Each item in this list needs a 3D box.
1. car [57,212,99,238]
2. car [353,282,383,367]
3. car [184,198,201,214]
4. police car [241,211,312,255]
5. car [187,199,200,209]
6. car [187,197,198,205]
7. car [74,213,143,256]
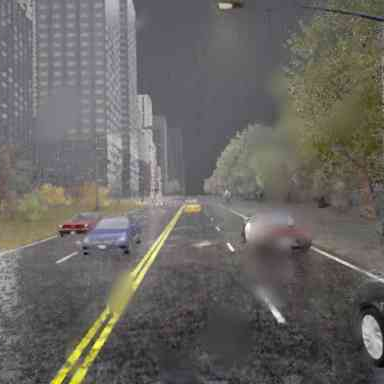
[{"bbox_3d":[-6.565,1.957,20.576,1.895,1.301,4.718,-2,0,0],"label":"car"},{"bbox_3d":[3.253,1.508,2.902,1.837,1.490,4.892,0,0,0],"label":"car"},{"bbox_3d":[0.067,1.673,38.026,1.801,1.575,5.366,-2,0,0],"label":"car"},{"bbox_3d":[3.253,1.575,13.912,2.038,1.542,4.974,-2,0,0],"label":"police car"},{"bbox_3d":[0.192,1.771,51.150,1.812,1.442,4.674,-2,0,0],"label":"car"},{"bbox_3d":[0.131,1.833,65.889,2.033,1.411,5.357,-2,0,0],"label":"car"},{"bbox_3d":[-3.336,1.783,14.670,1.812,1.442,4.674,-2,0,0],"label":"car"}]
